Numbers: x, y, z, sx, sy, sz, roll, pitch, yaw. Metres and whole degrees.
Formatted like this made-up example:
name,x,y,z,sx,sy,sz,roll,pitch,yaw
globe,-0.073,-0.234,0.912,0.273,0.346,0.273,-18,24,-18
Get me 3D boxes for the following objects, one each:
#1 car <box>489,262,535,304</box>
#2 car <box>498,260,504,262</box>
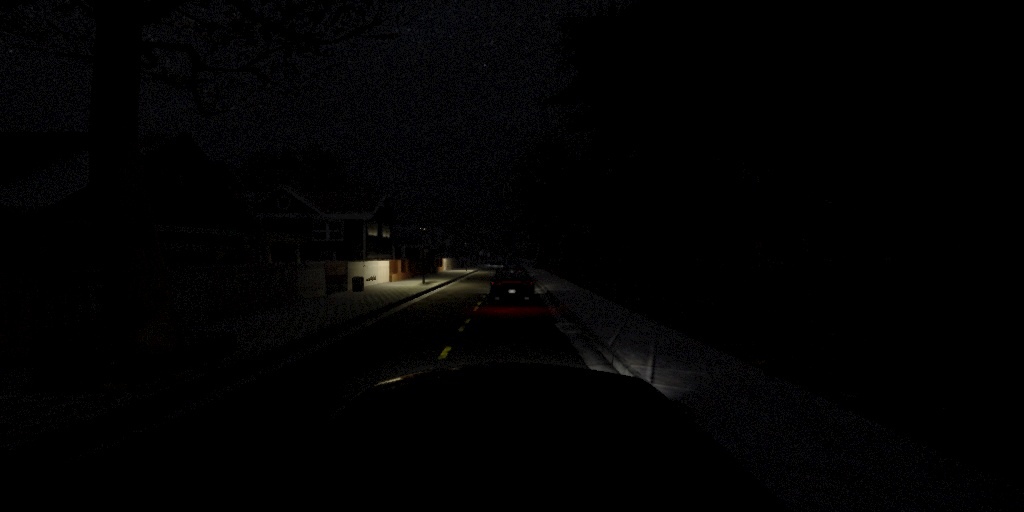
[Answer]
name,x,y,z,sx,sy,sz,roll,pitch,yaw
car,0.000,1.234,16.501,1.882,1.535,5.008,0,0,0
car,0.000,1.316,31.502,2.033,1.411,5.357,0,0,0
